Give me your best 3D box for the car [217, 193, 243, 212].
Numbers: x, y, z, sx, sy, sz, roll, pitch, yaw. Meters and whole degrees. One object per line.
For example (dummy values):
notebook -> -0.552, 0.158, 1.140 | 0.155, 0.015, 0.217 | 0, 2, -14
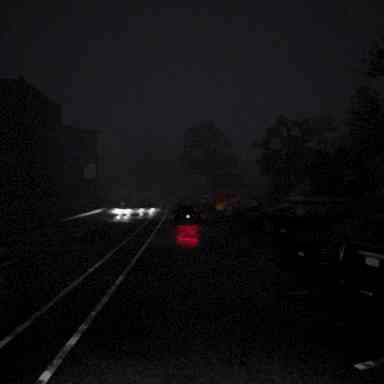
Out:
car -> 4.823, 1.176, 27.592 | 4.553, 1.767, 2.185 | 1, 1, -22

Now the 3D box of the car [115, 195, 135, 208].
car -> -8.256, 1.153, 41.273 | 2.128, 1.511, 4.902 | 0, 1, -3

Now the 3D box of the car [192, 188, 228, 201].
car -> 3.110, 0.454, 57.273 | 5.566, 2.045, 2.435 | 0, 2, -25

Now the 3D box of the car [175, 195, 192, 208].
car -> -1.159, 1.204, 42.127 | 1.994, 1.385, 4.181 | 0, 1, -3

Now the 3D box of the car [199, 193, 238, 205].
car -> 3.889, 0.974, 48.461 | 5.366, 1.575, 1.946 | 0, 1, -24

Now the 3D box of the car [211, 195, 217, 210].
car -> 4.671, 1.282, 30.557 | 5.008, 1.535, 2.097 | 1, 0, -23

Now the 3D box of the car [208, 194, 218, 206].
car -> 4.556, 1.258, 33.524 | 4.892, 1.521, 2.231 | 0, 1, -23

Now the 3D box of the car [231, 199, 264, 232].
car -> 5.083, 1.356, 18.674 | 5.008, 1.535, 2.097 | 1, 1, -22

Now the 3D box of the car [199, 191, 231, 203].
car -> 3.550, 0.765, 51.348 | 4.553, 1.767, 2.185 | 0, 2, -24

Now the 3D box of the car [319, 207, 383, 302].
car -> 5.256, 1.308, 6.789 | 4.553, 1.767, 2.185 | 1, 0, -21

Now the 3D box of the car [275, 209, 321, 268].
car -> 5.260, 1.414, 9.763 | 5.008, 1.535, 2.097 | 1, 1, -21

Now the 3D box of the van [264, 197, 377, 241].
van -> 5.315, 1.169, 12.784 | 4.442, 1.987, 1.878 | 1, 0, -21

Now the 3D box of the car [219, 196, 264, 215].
car -> 5.071, 1.319, 24.689 | 5.366, 1.575, 1.946 | 1, 0, -22

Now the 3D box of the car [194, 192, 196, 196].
car -> 3.285, 0.547, 54.277 | 5.566, 2.045, 2.435 | 0, 2, -24

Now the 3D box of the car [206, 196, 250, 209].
car -> 4.279, 1.205, 39.484 | 4.792, 1.488, 2.163 | 0, 1, -23

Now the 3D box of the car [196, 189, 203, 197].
car -> 3.890, 0.803, 45.384 | 5.566, 2.045, 2.435 | 0, 2, -24

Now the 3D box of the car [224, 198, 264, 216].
car -> 4.985, 1.338, 21.650 | 5.008, 1.535, 2.097 | 1, 0, -22

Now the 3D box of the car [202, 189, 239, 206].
car -> 4.435, 0.970, 36.509 | 5.566, 2.045, 2.435 | 0, 1, -23

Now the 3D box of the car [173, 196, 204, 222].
car -> -0.349, 1.344, 24.496 | 1.837, 1.490, 4.892 | 0, 1, -2

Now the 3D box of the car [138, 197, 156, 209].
car -> -5.398, 1.243, 40.270 | 1.994, 1.385, 4.181 | 0, 1, -3
